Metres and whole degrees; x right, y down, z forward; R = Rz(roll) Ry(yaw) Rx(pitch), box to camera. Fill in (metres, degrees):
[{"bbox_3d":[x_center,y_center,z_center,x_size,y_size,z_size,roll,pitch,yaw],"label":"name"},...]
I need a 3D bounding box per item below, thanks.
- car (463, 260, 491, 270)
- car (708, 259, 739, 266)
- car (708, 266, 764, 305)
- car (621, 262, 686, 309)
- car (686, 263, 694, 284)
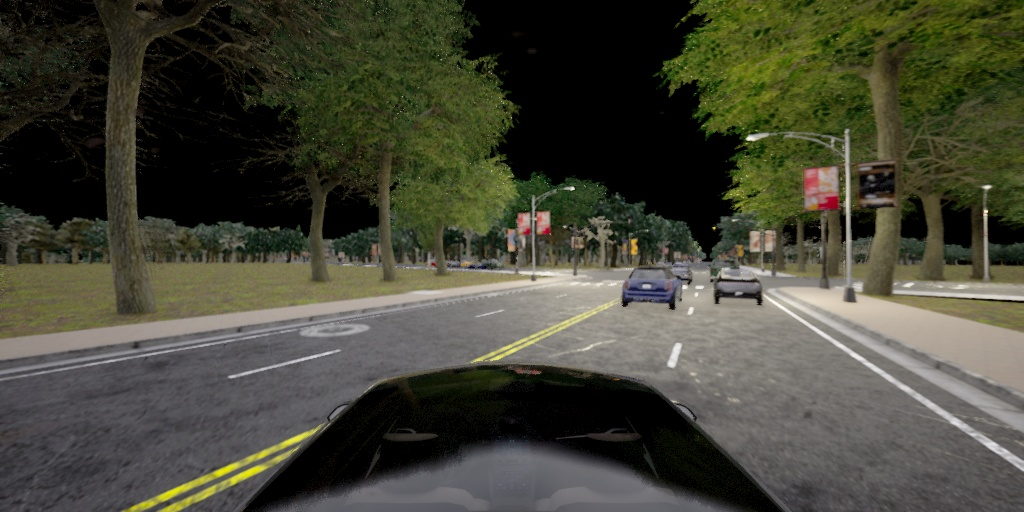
[{"bbox_3d":[-6.405,1.925,65.142,1.895,1.301,4.718,0,-1,-37],"label":"car"},{"bbox_3d":[18.329,1.298,31.060,2.150,2.045,5.566,0,-1,29],"label":"car"},{"bbox_3d":[10.627,1.390,17.079,2.128,1.511,4.902,-1,-1,29],"label":"car"},{"bbox_3d":[6.379,1.251,16.098,2.097,1.767,4.553,-1,-1,29],"label":"car"},{"bbox_3d":[14.267,1.592,30.447,2.033,1.411,5.357,0,-1,29],"label":"car"}]
